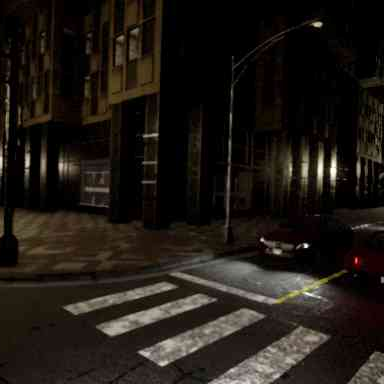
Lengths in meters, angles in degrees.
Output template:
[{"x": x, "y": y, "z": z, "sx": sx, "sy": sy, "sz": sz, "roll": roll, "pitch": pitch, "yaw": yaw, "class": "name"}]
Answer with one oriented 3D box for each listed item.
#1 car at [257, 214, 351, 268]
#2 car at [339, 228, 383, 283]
[{"x": 4.116, "y": 1.524, "z": 11.534, "sx": 1.812, "sy": 1.442, "sz": 4.674, "roll": 2, "pitch": 1, "yaw": 43, "class": "car"}, {"x": 5.825, "y": 1.685, "z": 8.871, "sx": 1.895, "sy": 1.301, "sz": 4.718, "roll": 2, "pitch": 1, "yaw": 43, "class": "car"}]
